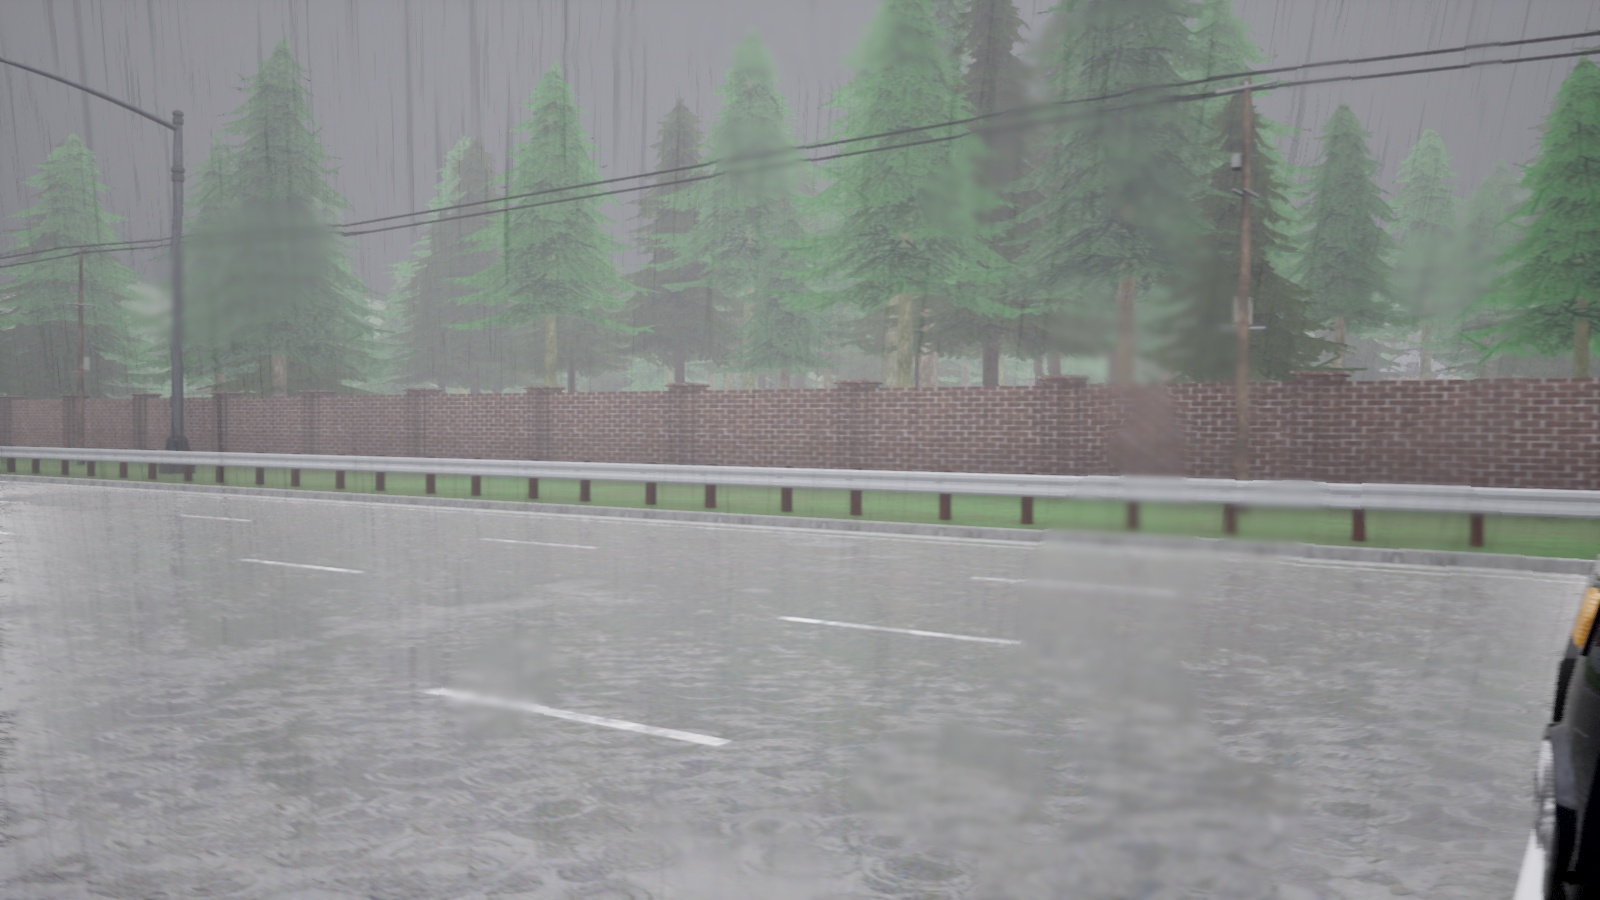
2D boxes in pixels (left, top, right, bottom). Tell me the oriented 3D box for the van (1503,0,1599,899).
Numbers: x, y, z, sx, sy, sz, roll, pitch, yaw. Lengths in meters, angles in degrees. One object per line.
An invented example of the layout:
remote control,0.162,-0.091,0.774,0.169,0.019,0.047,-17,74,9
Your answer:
van,3.410,0.409,1.352,4.480,2.038,2.069,1,1,34
